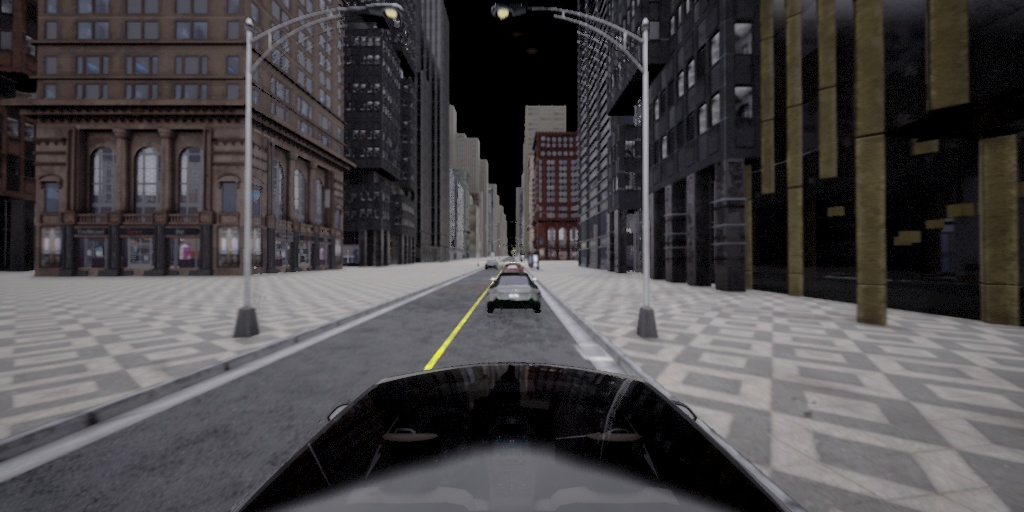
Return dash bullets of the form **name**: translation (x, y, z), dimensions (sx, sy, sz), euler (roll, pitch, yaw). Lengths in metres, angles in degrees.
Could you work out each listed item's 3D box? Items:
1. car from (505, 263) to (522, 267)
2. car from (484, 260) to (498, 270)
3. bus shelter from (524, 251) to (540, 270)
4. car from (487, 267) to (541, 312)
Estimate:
- **car**: translation (0.083, 1.317, 29.817), dimensions (1.812, 1.442, 4.674), euler (0, 0, 0)
- **car**: translation (-3.050, 1.337, 53.601), dimensions (1.837, 1.490, 4.892), euler (0, 0, 0)
- **bus shelter**: translation (3.148, 0.703, 50.660), dimensions (1.920, 2.740, 3.880), euler (0, 0, 0)
- **car**: translation (0.076, 1.327, 14.217), dimensions (1.994, 1.385, 4.181), euler (0, 0, 0)
